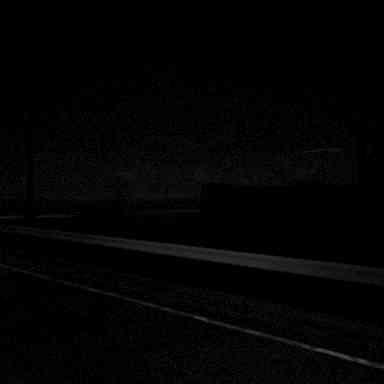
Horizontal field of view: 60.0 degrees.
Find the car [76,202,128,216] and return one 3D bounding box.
[{"bbox_3d":[-8.762,1.599,32.307,4.718,1.301,1.895,0,0,-27],"label":"car"}]
